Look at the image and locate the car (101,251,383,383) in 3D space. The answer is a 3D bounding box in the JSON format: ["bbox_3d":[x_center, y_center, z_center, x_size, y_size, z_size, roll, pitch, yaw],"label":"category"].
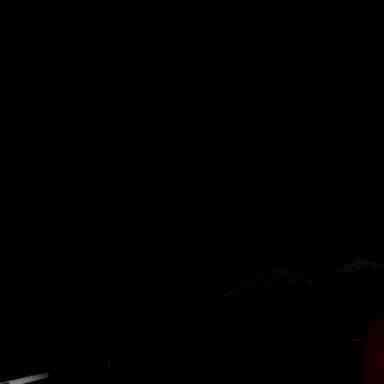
[{"bbox_3d":[1.364,1.502,3.873,4.674,1.442,1.812,0,1,-28],"label":"car"}]
